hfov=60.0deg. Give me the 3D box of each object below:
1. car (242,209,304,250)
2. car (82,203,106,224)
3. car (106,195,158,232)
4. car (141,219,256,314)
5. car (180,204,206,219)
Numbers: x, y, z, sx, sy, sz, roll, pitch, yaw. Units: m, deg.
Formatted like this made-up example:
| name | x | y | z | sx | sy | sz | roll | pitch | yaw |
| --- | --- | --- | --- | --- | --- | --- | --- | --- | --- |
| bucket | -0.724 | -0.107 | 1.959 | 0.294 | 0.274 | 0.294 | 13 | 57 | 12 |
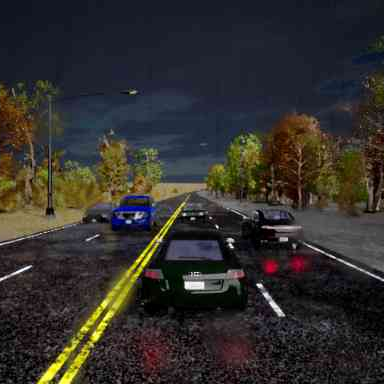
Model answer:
| name | x | y | z | sx | sy | sz | roll | pitch | yaw |
| --- | --- | --- | --- | --- | --- | --- | --- | --- | --- |
| car | 3.324 | 1.489 | 14.362 | 2.128 | 1.511 | 4.902 | 0 | 0 | 1 |
| car | -6.604 | 1.544 | 25.118 | 2.033 | 1.411 | 5.357 | 0 | 0 | 0 |
| car | -3.354 | 1.219 | 20.355 | 2.150 | 2.045 | 5.566 | 0 | 0 | 0 |
| car | 0.057 | 1.563 | 7.686 | 1.994 | 1.385 | 4.181 | 0 | 0 | 0 |
| car | 0.058 | 1.572 | 25.981 | 1.895 | 1.301 | 4.718 | -2 | 1 | 0 |
